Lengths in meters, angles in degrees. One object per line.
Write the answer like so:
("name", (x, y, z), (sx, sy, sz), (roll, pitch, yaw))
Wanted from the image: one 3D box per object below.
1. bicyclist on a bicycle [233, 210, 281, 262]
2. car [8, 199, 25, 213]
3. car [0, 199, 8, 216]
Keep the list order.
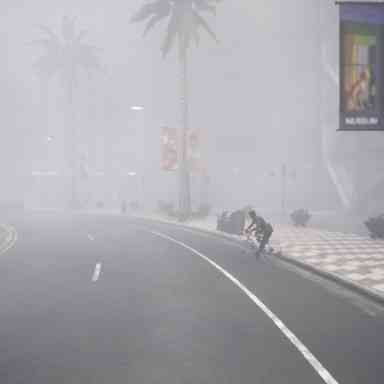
("bicyclist on a bicycle", (2.086, 1.415, 10.624), (1.656, 1.620, 0.582), (0, 0, -12))
("car", (-19.859, 1.490, 35.459), (4.902, 1.511, 2.128), (0, 0, 33))
("car", (-19.583, 1.476, 31.127), (5.008, 1.535, 1.882), (0, 0, 37))
